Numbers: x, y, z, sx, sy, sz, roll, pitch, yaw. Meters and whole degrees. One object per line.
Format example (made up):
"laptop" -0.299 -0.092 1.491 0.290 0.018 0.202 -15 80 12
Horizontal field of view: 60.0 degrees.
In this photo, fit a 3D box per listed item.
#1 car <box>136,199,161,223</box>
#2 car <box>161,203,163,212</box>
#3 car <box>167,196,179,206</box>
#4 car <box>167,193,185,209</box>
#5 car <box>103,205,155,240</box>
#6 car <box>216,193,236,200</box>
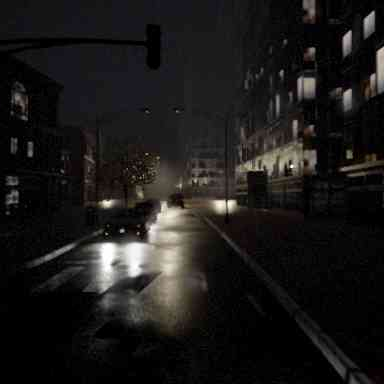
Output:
"car" -3.595 1.503 25.762 1.837 1.490 4.892 0 0 -3
"car" -4.235 1.502 36.103 1.837 1.490 4.892 0 0 -4
"car" -3.335 1.520 56.782 1.812 1.442 4.674 0 0 -7
"car" -2.247 1.219 46.458 2.150 2.045 5.566 0 0 -6
"car" -3.207 1.564 17.043 1.994 1.385 4.181 0 0 -2
"car" 8.860 1.189 87.068 5.009 1.841 2.192 0 -1 11
